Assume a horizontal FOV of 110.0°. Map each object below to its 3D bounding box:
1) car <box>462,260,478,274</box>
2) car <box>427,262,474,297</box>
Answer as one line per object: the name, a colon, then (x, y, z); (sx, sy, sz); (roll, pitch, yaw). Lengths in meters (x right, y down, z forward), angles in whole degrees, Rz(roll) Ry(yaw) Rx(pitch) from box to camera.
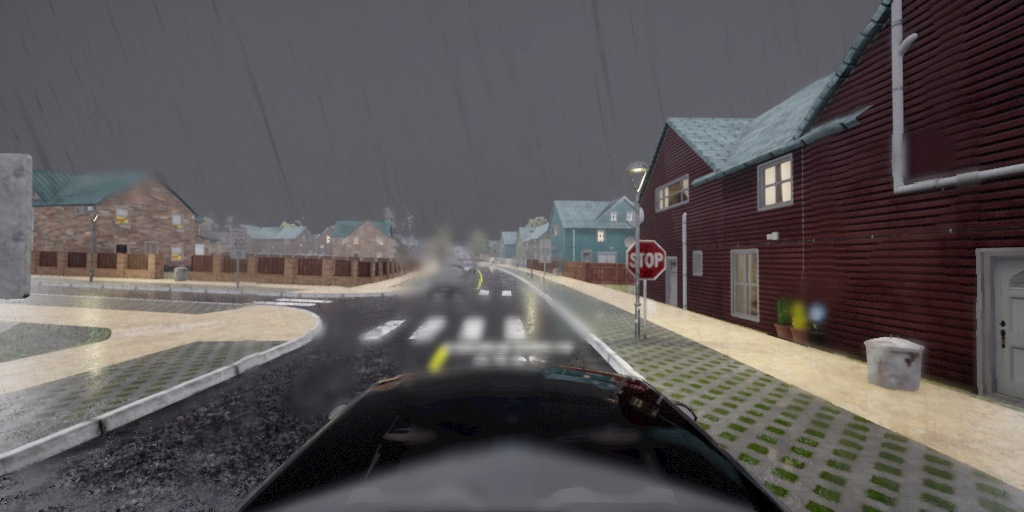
car: (-5.065, 1.236, 41.386); (2.128, 1.511, 4.902); (0, 0, -6)
car: (-3.207, 1.290, 18.950); (1.837, 1.490, 4.892); (0, 0, -3)
